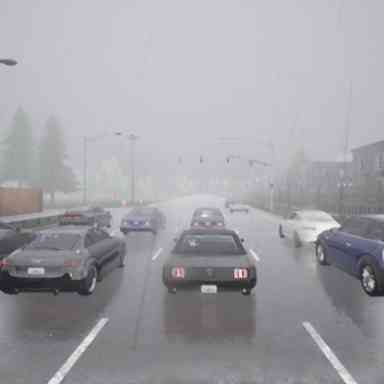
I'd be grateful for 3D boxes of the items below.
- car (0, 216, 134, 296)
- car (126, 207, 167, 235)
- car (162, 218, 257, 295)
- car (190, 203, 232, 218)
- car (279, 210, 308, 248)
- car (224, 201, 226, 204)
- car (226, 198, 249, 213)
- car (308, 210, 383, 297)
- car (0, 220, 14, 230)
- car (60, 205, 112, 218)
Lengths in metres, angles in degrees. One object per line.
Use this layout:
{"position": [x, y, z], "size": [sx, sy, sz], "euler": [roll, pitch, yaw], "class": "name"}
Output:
{"position": [-3.064, 1.568, 8.742], "size": [1.994, 1.385, 4.181], "euler": [0, 0, 3], "class": "car"}
{"position": [-2.613, 1.556, 18.739], "size": [2.033, 1.411, 5.357], "euler": [0, 0, 3], "class": "car"}
{"position": [0.439, 1.605, 8.704], "size": [1.895, 1.301, 4.718], "euler": [0, 0, 3], "class": "car"}
{"position": [0.870, 1.556, 18.286], "size": [2.033, 1.411, 5.357], "euler": [0, 0, 3], "class": "car"}
{"position": [5.167, 1.533, 14.754], "size": [1.812, 1.442, 4.674], "euler": [0, 0, 3], "class": "car"}
{"position": [5.550, 1.570, 46.626], "size": [2.033, 1.411, 5.357], "euler": [0, 0, 3], "class": "car"}
{"position": [5.150, 1.619, 36.736], "size": [1.895, 1.301, 4.718], "euler": [0, 0, 3], "class": "car"}
{"position": [4.895, 1.356, 8.730], "size": [2.097, 1.767, 4.553], "euler": [0, 0, 3], "class": "car"}
{"position": [-6.502, 1.530, 10.206], "size": [1.812, 1.442, 4.674], "euler": [0, 0, 2], "class": "car"}
{"position": [-6.080, 1.514, 19.537], "size": [1.837, 1.490, 4.892], "euler": [0, 0, 3], "class": "car"}
